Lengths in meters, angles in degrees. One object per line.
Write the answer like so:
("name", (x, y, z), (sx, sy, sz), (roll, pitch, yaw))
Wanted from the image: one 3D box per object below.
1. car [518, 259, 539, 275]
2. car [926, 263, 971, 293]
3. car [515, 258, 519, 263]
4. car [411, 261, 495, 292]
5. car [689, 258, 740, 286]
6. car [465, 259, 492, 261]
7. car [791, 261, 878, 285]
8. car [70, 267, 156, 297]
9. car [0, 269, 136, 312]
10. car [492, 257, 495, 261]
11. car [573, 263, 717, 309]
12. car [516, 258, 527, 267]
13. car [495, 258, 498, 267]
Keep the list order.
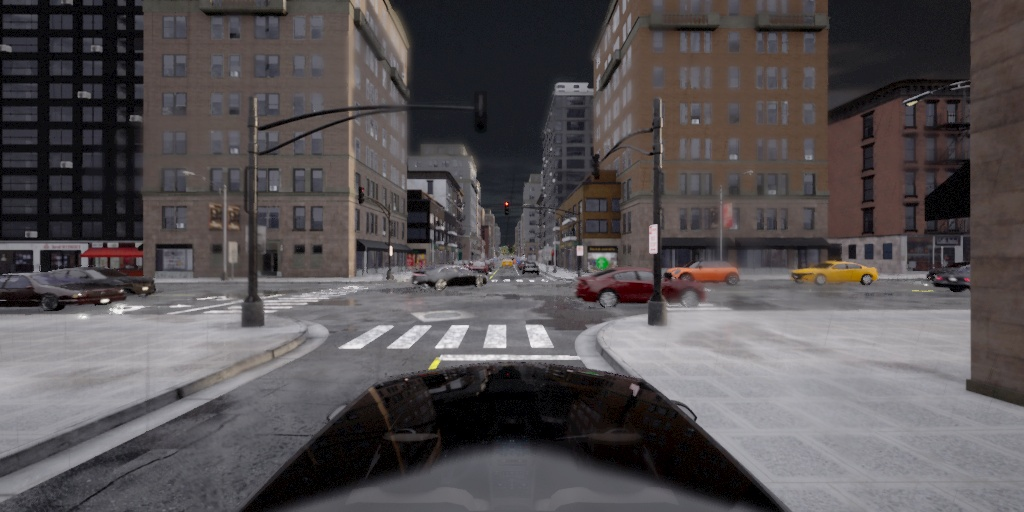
("car", (1.984, 1.347, 39.615), (1.948, 1.339, 4.313), (0, 0, 0))
("car", (24.204, 1.186, 17.685), (5.357, 1.411, 2.033), (0, 0, -1))
("car", (1.849, 1.374, 56.147), (1.948, 1.339, 4.313), (0, 0, 0))
("car", (-3.676, 1.249, 21.556), (2.128, 1.511, 4.902), (1, 0, 43))
("car", (12.677, 1.050, 24.230), (4.553, 1.767, 2.097), (0, 0, -1))
("car", (-3.489, 1.257, 37.746), (1.882, 1.535, 5.008), (0, 0, 0))
("car", (21.780, 1.138, 24.354), (5.008, 1.535, 1.882), (0, 0, -1))
("car", (-20.023, 1.294, 17.097), (5.008, 1.535, 1.882), (0, 0, -1))
("car", (-18.404, 1.352, 13.876), (5.357, 1.411, 2.033), (0, 0, 0))
("car", (-3.564, 1.298, 47.340), (1.837, 1.490, 4.892), (0, 0, 0))
("car", (4.968, 1.190, 14.179), (5.008, 1.535, 1.882), (0, 0, -1))
("car", (1.894, 1.380, 50.637), (1.802, 1.307, 4.207), (0, 0, 0))
("car", (-3.637, 1.412, 57.480), (1.895, 1.301, 4.718), (0, 0, 0))
